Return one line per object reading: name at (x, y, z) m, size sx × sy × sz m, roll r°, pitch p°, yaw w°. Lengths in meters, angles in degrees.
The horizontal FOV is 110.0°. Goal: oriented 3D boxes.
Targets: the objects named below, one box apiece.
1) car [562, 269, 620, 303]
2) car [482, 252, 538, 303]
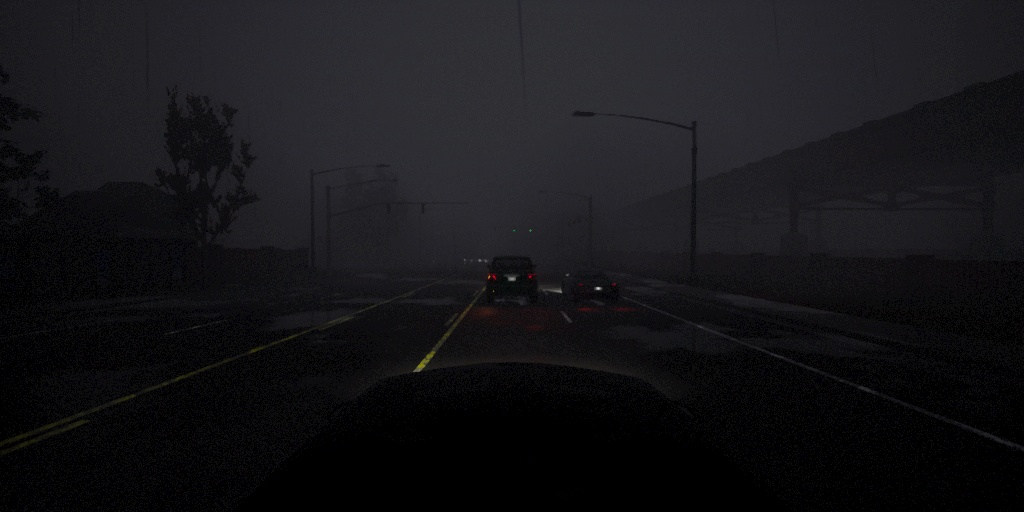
car at (3.500, 1.279, 16.538) m, size 1.994 × 1.385 × 4.181 m, roll 0°, pitch 0°, yaw 0°
car at (0.000, 0.962, 16.565) m, size 2.150 × 2.045 × 5.566 m, roll 0°, pitch 0°, yaw 0°
